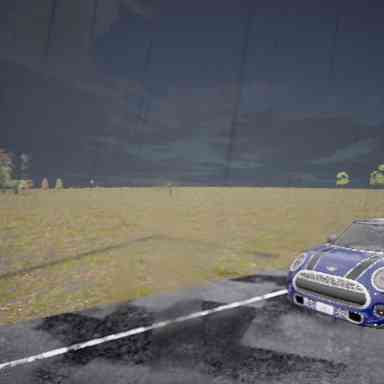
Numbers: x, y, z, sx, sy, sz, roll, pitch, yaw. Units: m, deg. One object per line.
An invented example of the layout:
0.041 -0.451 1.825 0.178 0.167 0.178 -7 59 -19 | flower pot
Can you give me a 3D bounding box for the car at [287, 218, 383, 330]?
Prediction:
4.054 1.356 6.881 4.553 1.767 2.097 0 0 -35 | car
